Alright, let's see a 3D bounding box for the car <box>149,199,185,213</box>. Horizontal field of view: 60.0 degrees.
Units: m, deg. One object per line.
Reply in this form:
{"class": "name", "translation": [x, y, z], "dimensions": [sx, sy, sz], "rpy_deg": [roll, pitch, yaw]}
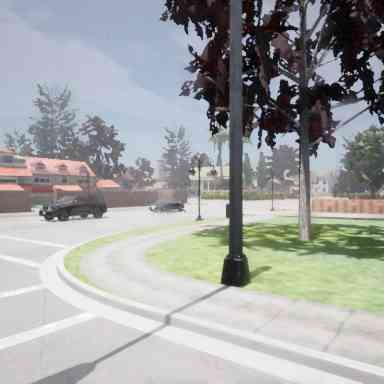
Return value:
{"class": "car", "translation": [-2.745, 1.491, 37.257], "dimensions": [2.128, 1.511, 4.902], "rpy_deg": [0, 0, 34]}

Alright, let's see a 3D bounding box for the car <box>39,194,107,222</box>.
{"class": "car", "translation": [-9.536, 1.221, 27.239], "dimensions": [2.150, 2.045, 5.566], "rpy_deg": [0, 0, 35]}
